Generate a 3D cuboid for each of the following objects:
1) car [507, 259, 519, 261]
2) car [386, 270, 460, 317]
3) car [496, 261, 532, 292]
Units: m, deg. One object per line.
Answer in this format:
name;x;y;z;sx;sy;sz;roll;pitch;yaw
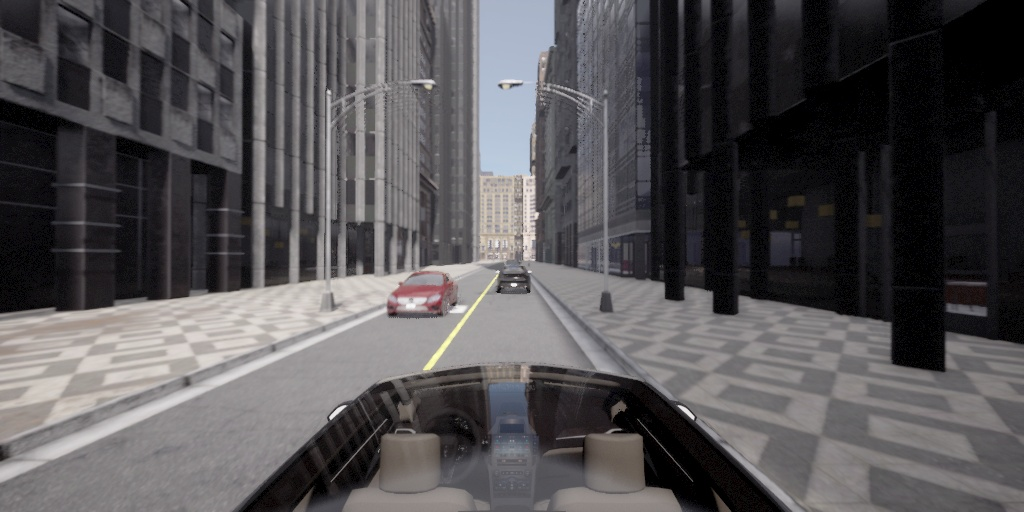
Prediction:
car;0.107;1.136;42.805;2.097;1.767;4.553;0;0;0
car;-3.078;1.279;13.281;1.812;1.442;4.674;0;0;0
car;0.104;1.264;21.227;1.837;1.490;4.892;0;0;0
